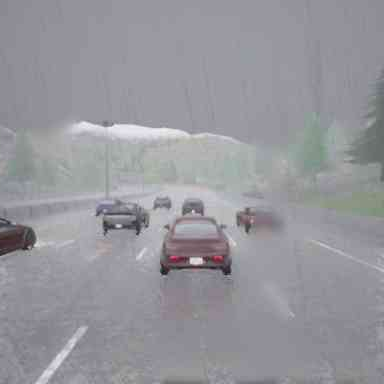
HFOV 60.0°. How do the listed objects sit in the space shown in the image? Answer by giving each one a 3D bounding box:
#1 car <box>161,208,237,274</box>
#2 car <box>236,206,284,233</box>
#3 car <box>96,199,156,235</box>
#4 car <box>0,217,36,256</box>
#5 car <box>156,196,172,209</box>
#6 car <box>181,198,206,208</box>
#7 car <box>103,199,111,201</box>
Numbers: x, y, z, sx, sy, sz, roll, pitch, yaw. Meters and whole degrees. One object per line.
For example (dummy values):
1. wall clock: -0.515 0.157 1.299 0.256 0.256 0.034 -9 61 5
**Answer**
1. car: 0.099 1.435 10.115 1.812 1.442 4.674 0 0 0
2. car: 3.598 1.446 18.548 1.895 1.301 4.718 0 0 0
3. car: -3.402 1.342 17.842 2.128 1.511 4.902 0 0 0
4. car: -6.901 1.468 10.924 1.994 1.385 4.181 0 0 0
5. car: -3.404 1.177 39.561 2.128 1.511 4.902 0 0 0
6. car: 0.097 1.272 28.744 1.837 1.490 4.892 0 0 0
7. car: -6.902 1.295 28.674 1.812 1.442 4.674 0 0 0
